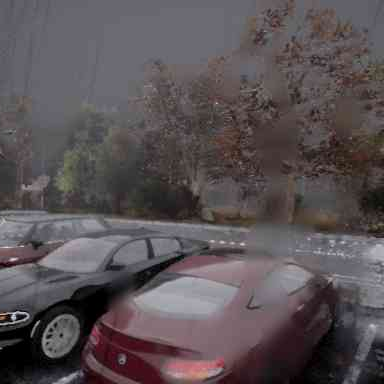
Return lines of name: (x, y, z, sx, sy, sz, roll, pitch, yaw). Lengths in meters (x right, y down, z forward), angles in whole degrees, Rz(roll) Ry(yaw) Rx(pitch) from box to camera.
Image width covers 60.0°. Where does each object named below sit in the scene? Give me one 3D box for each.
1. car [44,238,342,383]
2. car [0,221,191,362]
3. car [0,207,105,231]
car: (0.725, 1.521, 4.627, 2.002, 1.452, 4.674, 0, 0, 36)
car: (-1.530, 1.481, 6.246, 2.097, 1.535, 5.008, 0, 0, 36)
car: (-3.775, 1.356, 7.879, 2.185, 1.767, 4.553, 0, 0, 36)
